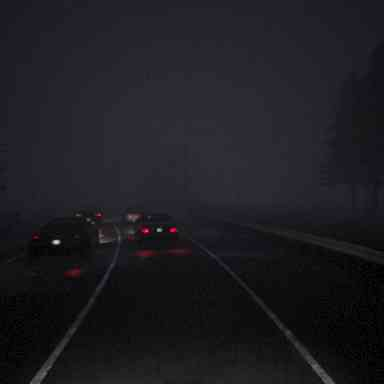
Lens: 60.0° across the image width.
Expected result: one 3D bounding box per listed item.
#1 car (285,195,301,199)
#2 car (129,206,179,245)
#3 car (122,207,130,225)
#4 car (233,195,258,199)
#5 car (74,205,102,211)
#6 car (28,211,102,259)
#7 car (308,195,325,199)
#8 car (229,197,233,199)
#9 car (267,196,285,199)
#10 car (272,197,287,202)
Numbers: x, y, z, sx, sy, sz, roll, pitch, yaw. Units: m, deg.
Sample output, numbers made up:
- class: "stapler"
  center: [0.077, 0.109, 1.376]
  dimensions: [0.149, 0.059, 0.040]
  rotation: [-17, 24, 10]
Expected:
- class: "car"
  center: [27.405, 1.760, 90.420]
  dimensions: [5.566, 2.045, 2.150]
  rotation: [0, 0, -39]
- class: "car"
  center: [-1.853, 1.651, 16.259]
  dimensions: [2.033, 1.411, 5.357]
  rotation: [0, 0, -12]
- class: "car"
  center: [-4.308, 1.765, 25.589]
  dimensions: [1.895, 1.301, 4.718]
  rotation: [0, 0, -17]
- class: "car"
  center: [13.554, 1.721, 81.884]
  dimensions: [5.566, 2.045, 2.150]
  rotation: [0, 0, -25]
- class: "car"
  center: [-7.500, 1.683, 23.988]
  dimensions: [1.812, 1.442, 4.674]
  rotation: [0, 0, -18]
- class: "car"
  center: [-4.837, 1.651, 13.037]
  dimensions: [1.994, 1.385, 4.181]
  rotation: [0, 0, -9]
- class: "car"
  center: [31.742, 1.721, 84.923]
  dimensions: [5.566, 2.045, 2.150]
  rotation: [0, 0, -39]
- class: "car"
  center: [11.060, 1.870, 84.580]
  dimensions: [4.553, 1.767, 2.097]
  rotation: [0, 0, -25]
- class: "car"
  center: [18.403, 1.812, 76.442]
  dimensions: [4.553, 1.767, 2.097]
  rotation: [0, 0, -25]
- class: "car"
  center: [24.297, 2.101, 92.429]
  dimensions: [4.181, 1.385, 1.994]
  rotation: [0, 0, -35]
